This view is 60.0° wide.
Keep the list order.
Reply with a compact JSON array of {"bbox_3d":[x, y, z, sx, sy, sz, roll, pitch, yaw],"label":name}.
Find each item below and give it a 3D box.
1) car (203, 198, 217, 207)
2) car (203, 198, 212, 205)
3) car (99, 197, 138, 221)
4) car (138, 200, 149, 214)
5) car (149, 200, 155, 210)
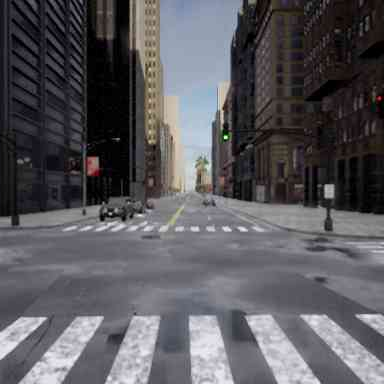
[{"bbox_3d":[3.272,1.970,60.220,1.812,1.442,4.674,0,0,0],"label":"car"},{"bbox_3d":[3.221,2.036,70.141,1.812,1.442,4.674,0,0,0],"label":"car"},{"bbox_3d":[-6.634,1.454,29.786,2.150,2.045,5.566,0,0,0],"label":"car"},{"bbox_3d":[-6.638,1.807,39.658,1.837,1.490,4.892,0,0,0],"label":"car"},{"bbox_3d":[-6.658,1.936,49.680,1.994,1.385,4.181,0,0,-1],"label":"car"}]
